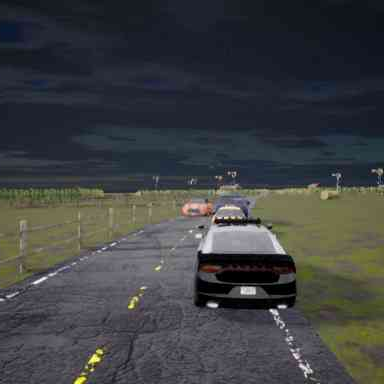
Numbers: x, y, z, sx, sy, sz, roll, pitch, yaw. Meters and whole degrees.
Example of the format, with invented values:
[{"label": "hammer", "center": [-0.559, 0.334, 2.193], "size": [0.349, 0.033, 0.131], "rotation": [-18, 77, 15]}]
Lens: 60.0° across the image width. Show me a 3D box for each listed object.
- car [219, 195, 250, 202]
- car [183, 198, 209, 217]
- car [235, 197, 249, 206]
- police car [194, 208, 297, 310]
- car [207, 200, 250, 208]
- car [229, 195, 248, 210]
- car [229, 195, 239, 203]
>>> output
[{"label": "car", "center": [2.915, 1.206, 23.636], "size": [2.150, 2.045, 5.566], "rotation": [0, 0, 10]}, {"label": "car", "center": [0.565, 1.327, 30.704], "size": [2.097, 1.767, 4.553], "rotation": [0, 0, 11]}, {"label": "car", "center": [8.118, 1.506, 53.628], "size": [1.994, 1.385, 4.181], "rotation": [0, 0, 12]}, {"label": "police car", "center": [1.087, 1.423, 8.071], "size": [1.930, 1.638, 5.238], "rotation": [0, 0, 4]}, {"label": "car", "center": [2.048, 1.443, 17.952], "size": [1.801, 1.575, 5.366], "rotation": [0, 0, 7]}, {"label": "car", "center": [6.190, 1.308, 43.886], "size": [2.097, 1.767, 4.553], "rotation": [0, 0, 12]}, {"label": "car", "center": [8.911, 1.444, 70.828], "size": [1.812, 1.442, 4.674], "rotation": [0, 0, 12]}]
